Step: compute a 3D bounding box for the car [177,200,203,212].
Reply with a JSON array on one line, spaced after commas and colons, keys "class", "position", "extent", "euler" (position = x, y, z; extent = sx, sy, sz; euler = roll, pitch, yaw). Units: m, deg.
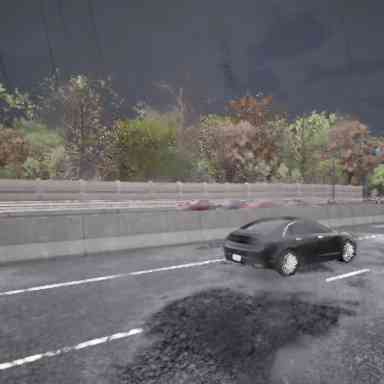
[{"class": "car", "position": [0.609, 1.544, 34.519], "extent": [4.674, 1.442, 1.812], "euler": [0, 0, -35]}]

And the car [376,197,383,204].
[{"class": "car", "position": [34.144, 1.576, 58.327], "extent": [4.892, 1.490, 1.837], "euler": [0, 0, -35]}]

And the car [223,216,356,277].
[{"class": "car", "position": [3.175, 1.510, 10.311], "extent": [4.892, 1.490, 1.837], "euler": [0, 0, -36]}]

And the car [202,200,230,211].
[{"class": "car", "position": [4.002, 1.568, 32.643], "extent": [5.357, 1.411, 2.033], "euler": [0, 0, -35]}]

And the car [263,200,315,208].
[{"class": "car", "position": [8.393, 1.525, 27.173], "extent": [4.892, 1.490, 1.837], "euler": [0, 0, -35]}]

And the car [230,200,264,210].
[{"class": "car", "position": [6.106, 1.498, 29.842], "extent": [5.008, 1.535, 1.882], "euler": [0, 0, -35]}]
